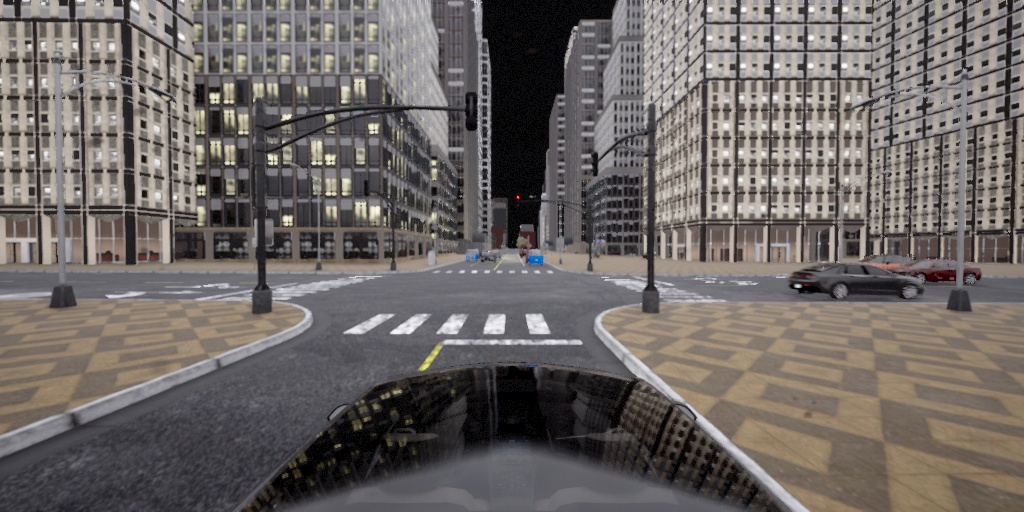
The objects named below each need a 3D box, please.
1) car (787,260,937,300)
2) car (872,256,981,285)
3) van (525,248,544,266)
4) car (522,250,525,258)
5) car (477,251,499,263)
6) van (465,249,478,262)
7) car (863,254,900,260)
[{"bbox_3d":[14.644,1.050,15.392,4.892,1.490,1.837,0,1,-1],"label":"car"},{"bbox_3d":[25.826,0.945,22.227,5.008,1.535,1.882,0,1,-1],"label":"car"},{"bbox_3d":[2.689,0.172,41.061,1.690,1.789,3.998,0,0,0],"label":"van"},{"bbox_3d":[2.620,0.247,46.597,1.888,1.381,4.507,0,0,0],"label":"car"},{"bbox_3d":[-3.160,0.233,47.998,1.994,1.385,4.181,0,1,1],"label":"car"},{"bbox_3d":[-5.761,-0.087,52.165,1.690,1.789,3.998,0,0,0],"label":"van"},{"bbox_3d":[26.114,0.761,25.479,4.553,1.767,2.097,0,1,-1],"label":"car"}]
